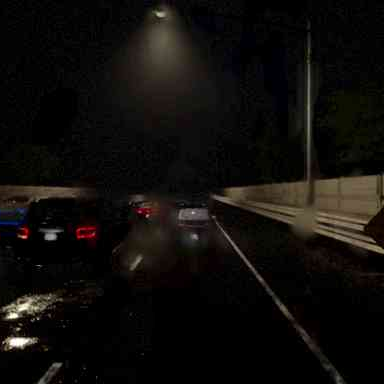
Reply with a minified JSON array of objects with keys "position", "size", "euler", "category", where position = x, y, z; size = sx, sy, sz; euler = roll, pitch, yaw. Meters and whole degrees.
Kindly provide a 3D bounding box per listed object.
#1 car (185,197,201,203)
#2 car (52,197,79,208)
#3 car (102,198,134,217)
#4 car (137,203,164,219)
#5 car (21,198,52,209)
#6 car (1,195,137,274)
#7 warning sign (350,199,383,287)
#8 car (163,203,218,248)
[{"position":[0.095,1.459,29.910],"size":[1.837,1.490,4.892],"euler":[0,0,0],"category":"car"},{"position":[-17.566,1.435,46.514],"size":[1.837,1.490,4.892],"euler":[0,0,0],"category":"car"},{"position":[-6.902,1.429,31.390],"size":[1.882,1.535,5.008],"euler":[0,0,0],"category":"car"},{"position":[-3.411,1.558,28.120],"size":[1.895,1.301,4.718],"euler":[0,0,0],"category":"car"},{"position":[-21.069,1.532,45.294],"size":[1.895,1.301,4.718],"euler":[0,0,0],"category":"car"},{"position":[-3.422,1.200,10.739],"size":[2.150,2.045,5.566],"euler":[0,-1,0],"category":"car"},{"position":[4.546,1.104,7.636],"size":[1.300,1.860,1.060],"euler":[0,0,0],"category":"warning sign"},{"position":[0.091,1.469,14.636],"size":[2.128,1.511,4.902],"euler":[0,0,0],"category":"car"}]
